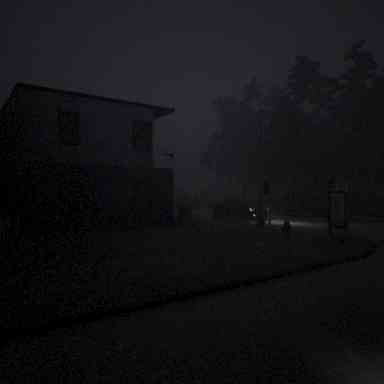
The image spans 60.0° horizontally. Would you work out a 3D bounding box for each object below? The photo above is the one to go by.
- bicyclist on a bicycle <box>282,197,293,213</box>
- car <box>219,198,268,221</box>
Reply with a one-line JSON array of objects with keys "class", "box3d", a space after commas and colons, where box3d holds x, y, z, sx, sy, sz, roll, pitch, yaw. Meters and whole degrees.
[{"class": "bicyclist on a bicycle", "box3d": [9.592, 1.298, 33.483, 1.656, 1.620, 0.582, 0, 0, -36]}, {"class": "car", "box3d": [4.052, 1.317, 26.791, 2.097, 1.767, 4.553, 0, 0, -36]}]
